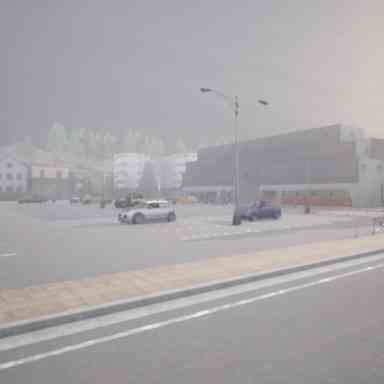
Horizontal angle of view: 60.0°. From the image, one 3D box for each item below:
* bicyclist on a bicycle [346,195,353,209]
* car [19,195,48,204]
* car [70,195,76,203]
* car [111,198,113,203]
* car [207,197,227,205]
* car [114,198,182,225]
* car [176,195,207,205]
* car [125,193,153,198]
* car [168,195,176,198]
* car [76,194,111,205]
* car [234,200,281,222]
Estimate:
[{"bbox_3d":[19.298,1.233,40.813,1.656,1.620,0.582,0,0,-35],"label":"bicyclist on a bicycle"},{"bbox_3d":[-26.879,1.285,56.422,4.514,1.523,2.007,0,0,-35],"label":"car"},{"bbox_3d":[-19.003,1.210,57.457,3.806,1.475,1.970,0,0,-35],"label":"car"},{"bbox_3d":[-7.736,1.054,41.892,3.866,1.878,1.905,0,0,-35],"label":"car"},{"bbox_3d":[3.758,1.485,56.329,2.033,1.411,5.357,0,0,-34],"label":"car"},{"bbox_3d":[-2.994,1.370,22.627,3.806,1.475,1.970,0,0,-35],"label":"car"},{"bbox_3d":[-0.203,1.420,55.746,1.882,1.535,5.008,0,0,-34],"label":"car"},{"bbox_3d":[-5.734,1.073,39.746,4.605,1.855,1.932,0,0,-35],"label":"car"},{"bbox_3d":[-3.469,1.443,66.632,1.837,1.490,4.892,0,0,-35],"label":"car"},{"bbox_3d":[-15.063,1.130,52.381,5.027,1.636,2.152,0,0,-35],"label":"car"},{"bbox_3d":[4.796,1.350,24.433,3.633,1.501,1.845,0,0,-35],"label":"car"}]
